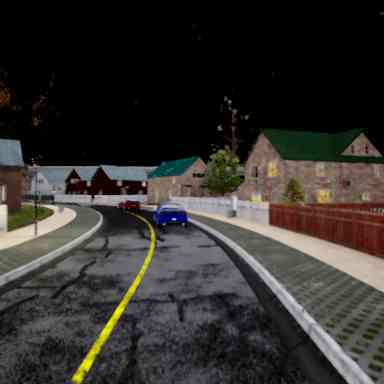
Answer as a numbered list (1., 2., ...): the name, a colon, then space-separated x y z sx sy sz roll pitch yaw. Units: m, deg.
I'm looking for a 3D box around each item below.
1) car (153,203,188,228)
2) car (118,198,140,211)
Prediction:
1. car: -1.523 1.484 22.339 1.882 1.535 5.008 0 0 -11
2. car: -7.929 1.474 41.606 1.882 1.535 5.008 1 0 -25
